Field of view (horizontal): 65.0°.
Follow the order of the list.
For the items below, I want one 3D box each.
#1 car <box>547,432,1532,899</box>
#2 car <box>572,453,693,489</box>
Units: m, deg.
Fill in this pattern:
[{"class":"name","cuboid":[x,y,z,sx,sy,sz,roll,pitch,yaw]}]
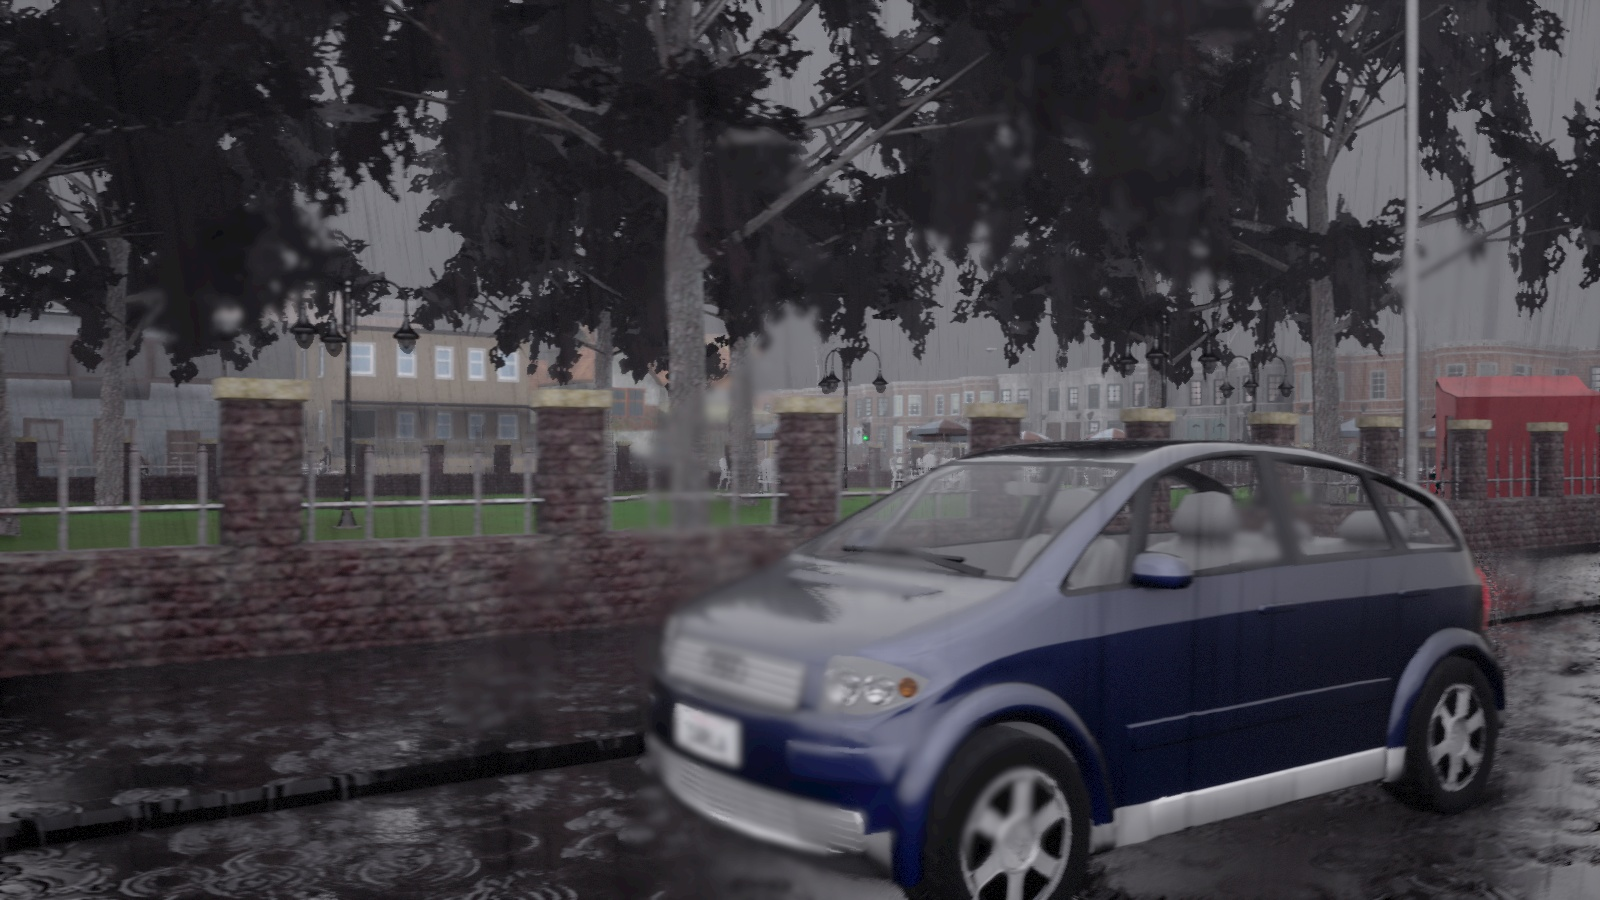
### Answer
[{"class":"car","cuboid":[1.084,0.733,5.024,3.705,1.549,1.789,0,0,-35]},{"class":"car","cuboid":[-7.238,0.899,54.378,4.892,1.490,1.837,0,0,-35]}]
